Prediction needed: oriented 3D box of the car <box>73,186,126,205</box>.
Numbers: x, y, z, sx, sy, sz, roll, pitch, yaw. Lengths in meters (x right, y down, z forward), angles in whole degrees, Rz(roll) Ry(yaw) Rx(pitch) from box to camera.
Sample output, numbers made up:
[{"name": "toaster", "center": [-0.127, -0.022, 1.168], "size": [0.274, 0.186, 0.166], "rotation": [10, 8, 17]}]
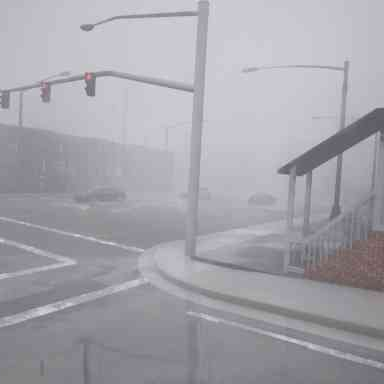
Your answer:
[{"name": "car", "center": [-7.869, 0.232, 28.754], "size": [1.837, 1.490, 4.892], "rotation": [5, 2, 36]}]

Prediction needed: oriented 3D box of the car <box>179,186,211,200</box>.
[{"name": "car", "center": [0.444, 0.083, 40.278], "size": [2.097, 1.767, 4.553], "rotation": [5, 3, 36]}]

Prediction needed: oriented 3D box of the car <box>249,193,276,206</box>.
[{"name": "car", "center": [8.334, 0.779, 39.004], "size": [1.994, 1.385, 4.181], "rotation": [5, 3, 36]}]
